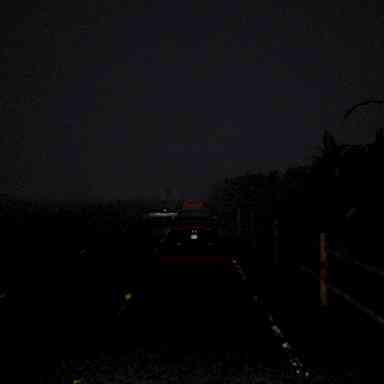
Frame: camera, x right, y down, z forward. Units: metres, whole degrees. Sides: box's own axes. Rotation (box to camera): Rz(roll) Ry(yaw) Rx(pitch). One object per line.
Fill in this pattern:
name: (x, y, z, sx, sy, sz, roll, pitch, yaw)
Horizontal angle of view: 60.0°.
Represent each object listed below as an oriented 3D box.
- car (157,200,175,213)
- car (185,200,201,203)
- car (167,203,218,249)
car: (-2.853, 1.573, 37.677, 2.033, 1.411, 5.357, 0, 0, 0)
car: (0.092, 1.501, 32.822, 1.882, 1.535, 5.008, 0, 0, 0)
car: (0.089, 1.491, 14.749, 1.882, 1.535, 5.008, 0, 0, 0)
